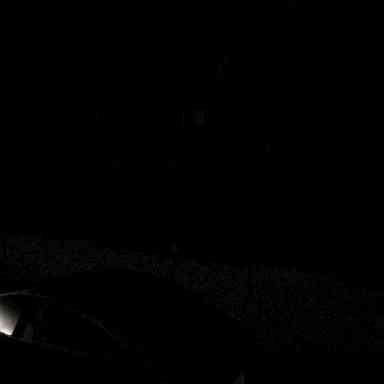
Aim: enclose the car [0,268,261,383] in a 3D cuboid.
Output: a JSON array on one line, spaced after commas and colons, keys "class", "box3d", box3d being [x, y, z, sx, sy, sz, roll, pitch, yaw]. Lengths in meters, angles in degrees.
[{"class": "car", "box3d": [-1.359, 1.584, 3.783, 4.313, 1.339, 1.947, 0, 0, 36]}]
